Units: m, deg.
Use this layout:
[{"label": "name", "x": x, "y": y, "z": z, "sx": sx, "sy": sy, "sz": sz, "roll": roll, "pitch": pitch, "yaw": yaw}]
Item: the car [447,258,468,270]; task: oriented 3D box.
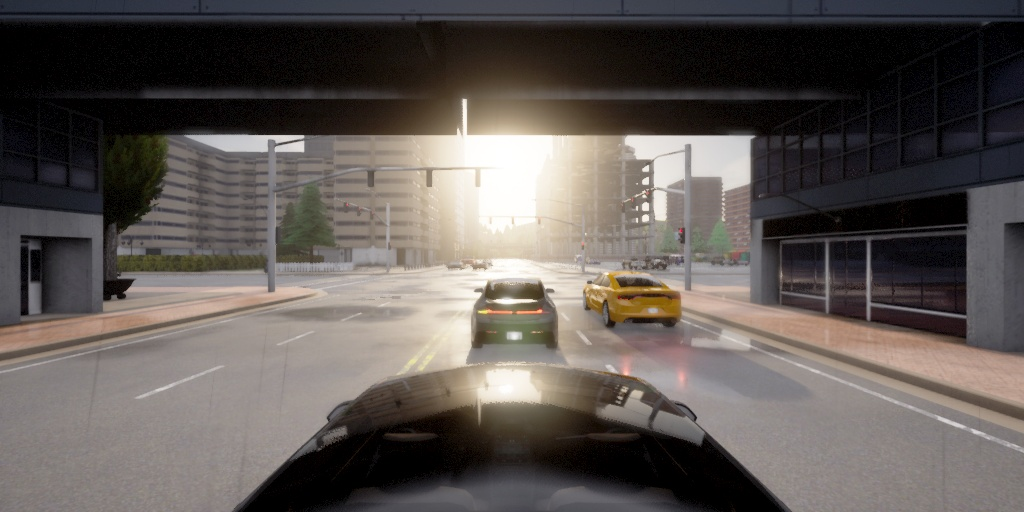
[{"label": "car", "x": -8.018, "y": 1.307, "z": 51.535, "sx": 1.994, "sy": 1.385, "sz": 4.181, "roll": 0, "pitch": 0, "yaw": 0}]

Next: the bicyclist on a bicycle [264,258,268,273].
[{"label": "bicyclist on a bicycle", "x": -26.006, "y": 1.045, "z": 38.419, "sx": 0.582, "sy": 1.620, "sz": 1.656, "roll": 0, "pitch": 0, "yaw": 0}]

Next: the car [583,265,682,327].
[{"label": "car", "x": 3.575, "y": 1.226, "z": 11.533, "sx": 1.882, "sy": 1.535, "sz": 5.008, "roll": 0, "pitch": 0, "yaw": 0}]

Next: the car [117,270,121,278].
[{"label": "car", "x": -33.105, "y": 1.347, "z": 27.409, "sx": 4.718, "sy": 1.301, "sz": 1.895, "roll": 0, "pitch": 0, "yaw": 0}]

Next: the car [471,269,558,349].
[{"label": "car", "x": 0.064, "y": 1.254, "z": 9.162, "sx": 1.837, "sy": 1.490, "sz": 4.892, "roll": 0, "pitch": 0, "yaw": 0}]

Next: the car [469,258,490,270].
[{"label": "car", "x": -4.517, "y": 1.344, "z": 50.903, "sx": 1.895, "sy": 1.301, "sz": 4.718, "roll": 0, "pitch": 0, "yaw": 0}]
